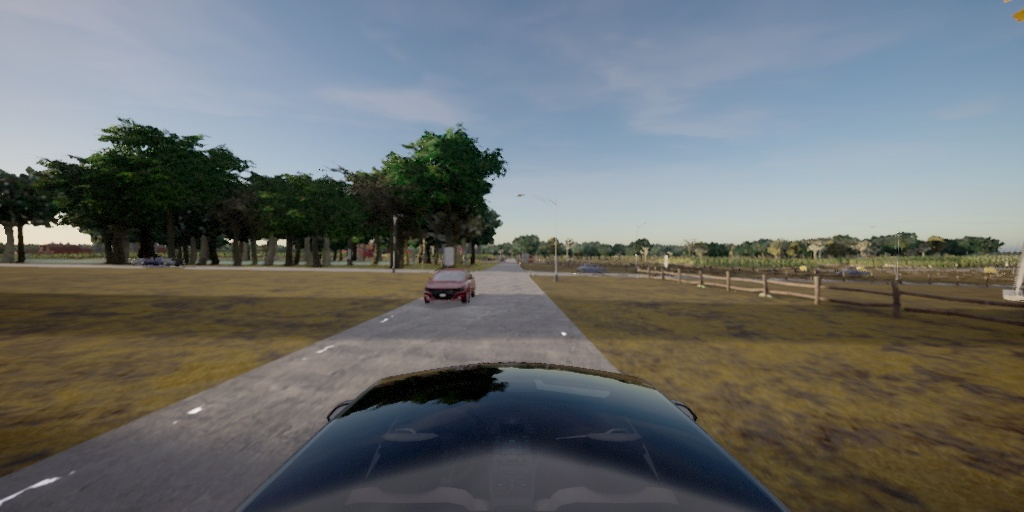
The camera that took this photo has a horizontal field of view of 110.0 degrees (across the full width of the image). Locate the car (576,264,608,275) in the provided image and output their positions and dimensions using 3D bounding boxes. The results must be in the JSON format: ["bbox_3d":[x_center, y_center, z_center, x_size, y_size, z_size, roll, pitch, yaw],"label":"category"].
[{"bbox_3d":[10.969,1.773,49.177,4.181,1.385,1.994,1,1,0],"label":"car"}]

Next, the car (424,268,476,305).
[{"bbox_3d":[-2.827,1.352,17.164,1.882,1.535,5.008,0,0,0],"label":"car"}]
